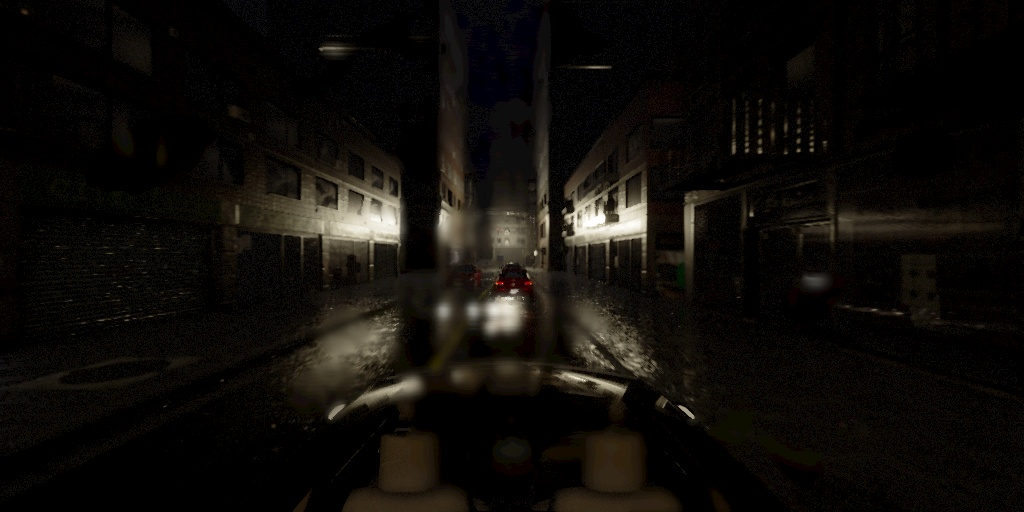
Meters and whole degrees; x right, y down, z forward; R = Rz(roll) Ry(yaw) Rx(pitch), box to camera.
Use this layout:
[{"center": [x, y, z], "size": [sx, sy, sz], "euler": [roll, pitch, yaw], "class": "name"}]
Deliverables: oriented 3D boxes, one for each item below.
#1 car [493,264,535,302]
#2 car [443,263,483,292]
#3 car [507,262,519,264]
[{"center": [0.085, 1.262, 16.785], "size": [1.812, 1.442, 4.674], "euler": [0, 0, 0], "class": "car"}, {"center": [-2.793, 1.211, 21.190], "size": [1.882, 1.535, 5.008], "euler": [0, 0, 1], "class": "car"}, {"center": [0.097, 1.289, 34.083], "size": [1.994, 1.385, 4.181], "euler": [0, 0, 0], "class": "car"}]
